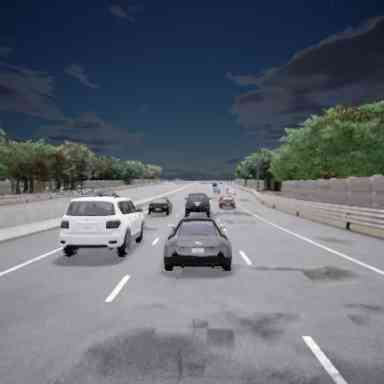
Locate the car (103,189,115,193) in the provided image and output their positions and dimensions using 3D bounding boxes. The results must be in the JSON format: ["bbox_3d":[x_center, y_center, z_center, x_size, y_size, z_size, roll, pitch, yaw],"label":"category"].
[{"bbox_3d":[-15.714,0.622,63.981,2.033,1.411,5.357,0,2,3],"label":"car"}]

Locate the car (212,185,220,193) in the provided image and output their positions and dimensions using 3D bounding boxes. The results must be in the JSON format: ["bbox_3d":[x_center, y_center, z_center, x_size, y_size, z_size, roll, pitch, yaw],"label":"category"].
[{"bbox_3d":[6.845,-0.375,91.103,2.033,1.411,5.357,0,2,3],"label":"car"}]

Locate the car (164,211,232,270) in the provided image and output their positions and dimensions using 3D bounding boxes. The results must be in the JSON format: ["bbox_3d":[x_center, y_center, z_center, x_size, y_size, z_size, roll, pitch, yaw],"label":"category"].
[{"bbox_3d":[0.176,1.555,11.015,1.994,1.385,4.181,0,0,1],"label":"car"}]

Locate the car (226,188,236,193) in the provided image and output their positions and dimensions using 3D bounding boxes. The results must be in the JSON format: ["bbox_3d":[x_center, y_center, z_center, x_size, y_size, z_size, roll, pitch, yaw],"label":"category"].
[{"bbox_3d":[9.597,-0.022,80.036,1.812,1.442,4.674,0,2,5],"label":"car"}]

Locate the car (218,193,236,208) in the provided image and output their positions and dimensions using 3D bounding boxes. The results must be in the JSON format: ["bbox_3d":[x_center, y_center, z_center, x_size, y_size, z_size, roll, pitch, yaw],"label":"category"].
[{"bbox_3d":[4.270,1.185,40.962,1.812,1.442,4.674,0,1,2],"label":"car"}]

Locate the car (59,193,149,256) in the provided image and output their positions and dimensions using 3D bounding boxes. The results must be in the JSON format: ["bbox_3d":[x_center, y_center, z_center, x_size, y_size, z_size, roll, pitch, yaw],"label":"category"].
[{"bbox_3d":[-3.301,1.209,13.227,2.150,2.045,5.566,0,0,1],"label":"car"}]

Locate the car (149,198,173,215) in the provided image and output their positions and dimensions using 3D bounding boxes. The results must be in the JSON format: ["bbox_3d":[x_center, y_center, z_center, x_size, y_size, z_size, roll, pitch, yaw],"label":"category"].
[{"bbox_3d":[-2.927,1.321,31.635,1.882,1.535,5.008,0,1,2],"label":"car"}]

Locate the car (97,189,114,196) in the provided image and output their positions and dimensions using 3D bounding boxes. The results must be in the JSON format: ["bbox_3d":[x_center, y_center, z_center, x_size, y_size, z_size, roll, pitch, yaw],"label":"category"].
[{"bbox_3d":[-18.744,0.090,72.412,2.033,1.411,5.357,0,2,3],"label":"car"}]

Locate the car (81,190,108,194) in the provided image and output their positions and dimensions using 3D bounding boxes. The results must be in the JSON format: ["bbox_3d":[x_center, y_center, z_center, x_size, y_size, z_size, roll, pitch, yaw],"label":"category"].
[{"bbox_3d":[-13.197,0.959,44.084,2.097,1.767,4.553,0,1,2],"label":"car"}]

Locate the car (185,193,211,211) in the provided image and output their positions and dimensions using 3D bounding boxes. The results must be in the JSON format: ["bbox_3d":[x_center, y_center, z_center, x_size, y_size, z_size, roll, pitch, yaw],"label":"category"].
[{"bbox_3d":[0.525,1.089,29.934,2.150,2.045,5.566,0,1,2],"label":"car"}]

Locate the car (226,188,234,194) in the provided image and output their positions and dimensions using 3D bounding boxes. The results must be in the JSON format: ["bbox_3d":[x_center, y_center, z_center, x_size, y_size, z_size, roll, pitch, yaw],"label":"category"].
[{"bbox_3d":[10.291,-0.395,90.043,2.033,1.411,5.357,0,2,3],"label":"car"}]
